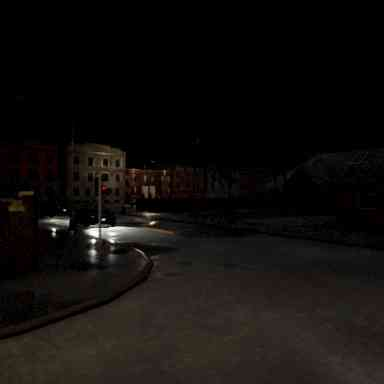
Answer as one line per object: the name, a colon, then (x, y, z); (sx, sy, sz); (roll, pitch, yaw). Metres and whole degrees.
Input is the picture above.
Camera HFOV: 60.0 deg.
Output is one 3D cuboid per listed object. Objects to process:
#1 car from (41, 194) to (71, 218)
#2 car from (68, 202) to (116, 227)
car: (-12.816, 1.254, 31.619); (2.150, 2.045, 5.566); (0, 0, -35)
car: (-6.780, 1.594, 22.923); (1.994, 1.385, 4.181); (0, 0, -35)
